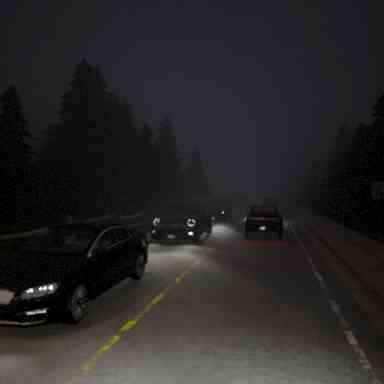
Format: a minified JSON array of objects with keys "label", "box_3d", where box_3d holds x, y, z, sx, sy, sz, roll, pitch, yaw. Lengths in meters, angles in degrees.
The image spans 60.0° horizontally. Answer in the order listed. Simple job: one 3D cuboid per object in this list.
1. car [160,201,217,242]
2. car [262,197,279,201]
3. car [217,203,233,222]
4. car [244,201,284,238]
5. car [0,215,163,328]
[{"label":"car","box_3d":[-0.354,1.297,16.207,2.097,1.767,4.553,0,0,14]},{"label":"car","box_3d":[10.346,1.423,43.996,2.128,1.511,4.902,0,0,15]},{"label":"car","box_3d":[2.019,1.533,25.928,1.895,1.301,4.718,0,0,14]},{"label":"car","box_3d":[3.866,1.464,17.830,2.128,1.511,4.902,0,0,13]},{"label":"car","box_3d":[-2.445,1.449,7.227,2.128,1.511,4.902,0,0,12]}]
